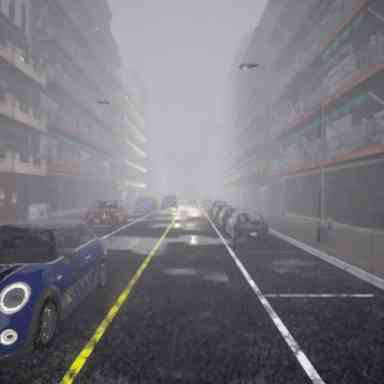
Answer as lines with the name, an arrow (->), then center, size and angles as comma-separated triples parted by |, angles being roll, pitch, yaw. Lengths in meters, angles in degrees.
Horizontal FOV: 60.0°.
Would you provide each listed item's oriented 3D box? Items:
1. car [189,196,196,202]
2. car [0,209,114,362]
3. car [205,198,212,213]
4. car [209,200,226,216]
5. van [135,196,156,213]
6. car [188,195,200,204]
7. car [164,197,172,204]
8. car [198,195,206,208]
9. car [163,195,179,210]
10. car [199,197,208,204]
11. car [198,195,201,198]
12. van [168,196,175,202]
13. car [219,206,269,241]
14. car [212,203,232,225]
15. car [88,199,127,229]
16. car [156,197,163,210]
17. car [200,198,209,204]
car -> 0.034, 1.925, 90.713 | 1.812, 1.442, 4.674 | 0, 0, 0
car -> -3.098, 1.380, 6.208 | 2.097, 1.767, 4.553 | 0, 0, 0
car -> 2.702, 1.591, 33.721 | 1.967, 1.590, 4.097 | 0, 0, 0
car -> 2.700, 1.669, 28.060 | 1.887, 1.381, 4.507 | 0, 0, 0
van -> -5.676, 1.520, 39.409 | 1.690, 1.788, 3.998 | 0, 0, 0
car -> 0.028, 1.780, 70.935 | 2.128, 1.511, 4.902 | 0, 0, 0
car -> -5.663, 1.962, 78.869 | 1.752, 1.417, 4.829 | 0, 0, 0
car -> 2.380, 1.736, 52.331 | 1.882, 1.535, 5.008 | 0, 0, 0
car -> -3.063, 1.443, 46.576 | 2.150, 2.045, 5.566 | 0, 0, 0
car -> 2.717, 1.964, 79.183 | 1.752, 1.417, 4.829 | 0, 0, 0
car -> 2.714, 1.905, 67.690 | 1.887, 1.381, 4.507 | 0, 0, 0
van -> -5.660, 1.866, 90.364 | 1.690, 1.788, 3.998 | 0, 0, 0
car -> 2.697, 1.625, 16.735 | 2.008, 1.369, 4.403 | 0, 0, 0
car -> 2.699, 1.650, 22.397 | 2.008, 1.369, 4.403 | 0, 0, 0
car -> -5.682, 1.414, 22.422 | 2.192, 1.841, 5.009 | 0, 0, 0
car -> -5.675, 1.528, 45.069 | 2.192, 1.841, 5.009 | 0, 0, 0
car -> 2.715, 1.942, 73.355 | 1.887, 1.381, 4.507 | 0, 0, 0
